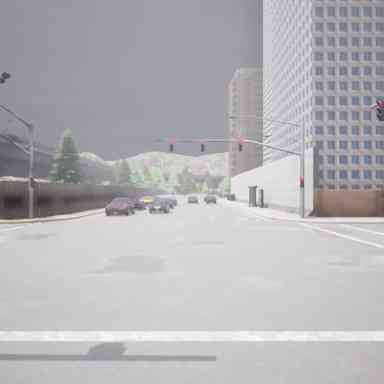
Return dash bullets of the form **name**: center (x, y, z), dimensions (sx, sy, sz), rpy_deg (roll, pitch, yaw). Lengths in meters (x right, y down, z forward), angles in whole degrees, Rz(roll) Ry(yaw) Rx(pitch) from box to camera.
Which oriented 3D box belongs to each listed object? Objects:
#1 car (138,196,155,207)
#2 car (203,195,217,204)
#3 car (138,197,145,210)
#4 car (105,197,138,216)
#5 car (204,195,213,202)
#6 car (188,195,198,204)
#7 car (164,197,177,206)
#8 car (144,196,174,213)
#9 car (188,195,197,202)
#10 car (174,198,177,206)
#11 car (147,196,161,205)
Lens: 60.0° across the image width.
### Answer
- **car**: center (-7.005, 1.478, 51.356), dimensions (1.882, 1.535, 5.008), rpy_deg (0, 0, 0)
- **car**: center (3.703, 1.505, 64.098), dimensions (1.837, 1.490, 4.892), rpy_deg (0, 0, 0)
- **car**: center (-7.026, 1.601, 41.840), dimensions (1.895, 1.301, 4.718), rpy_deg (0, 0, 0)
- **car**: center (-7.041, 1.352, 32.855), dimensions (2.097, 1.767, 4.553), rpy_deg (0, 0, 0)
- **car**: center (3.621, 1.500, 74.494), dimensions (1.837, 1.490, 4.892), rpy_deg (0, 0, 0)
- **car**: center (0.214, 1.564, 64.675), dimensions (1.994, 1.385, 4.181), rpy_deg (0, 0, -1)
- **car**: center (-3.488, 1.601, 55.340), dimensions (1.895, 1.301, 4.718), rpy_deg (0, 0, 0)
- **car**: center (-3.530, 1.492, 36.438), dimensions (2.128, 1.511, 4.902), rpy_deg (0, 0, 0)
- **car**: center (0.123, 1.478, 74.623), dimensions (1.882, 1.535, 5.008), rpy_deg (0, 0, 0)
- **car**: center (-3.525, 1.564, 45.358), dimensions (1.994, 1.385, 4.181), rpy_deg (0, 0, -1)
- **car**: center (-6.965, 1.478, 61.429), dimensions (1.882, 1.535, 5.008), rpy_deg (0, 0, 1)
